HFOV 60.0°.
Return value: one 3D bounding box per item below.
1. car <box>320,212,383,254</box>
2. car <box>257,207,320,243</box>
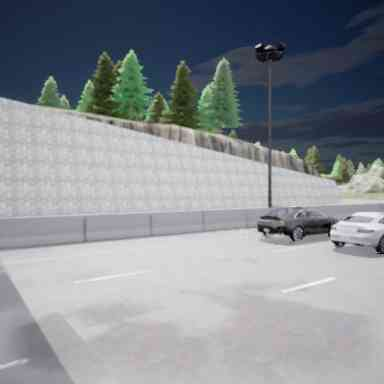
[{"bbox_3d":[7.469,1.522,13.441,4.674,1.442,1.812,0,0,-35],"label":"car"},{"bbox_3d":[5.308,1.488,16.202,4.902,1.511,2.128,0,0,-35],"label":"car"}]
